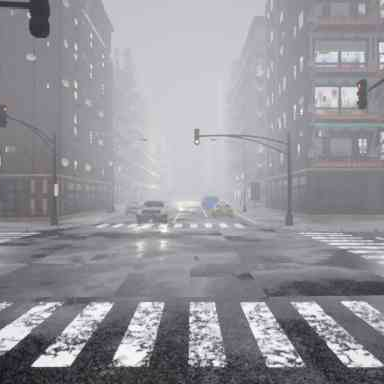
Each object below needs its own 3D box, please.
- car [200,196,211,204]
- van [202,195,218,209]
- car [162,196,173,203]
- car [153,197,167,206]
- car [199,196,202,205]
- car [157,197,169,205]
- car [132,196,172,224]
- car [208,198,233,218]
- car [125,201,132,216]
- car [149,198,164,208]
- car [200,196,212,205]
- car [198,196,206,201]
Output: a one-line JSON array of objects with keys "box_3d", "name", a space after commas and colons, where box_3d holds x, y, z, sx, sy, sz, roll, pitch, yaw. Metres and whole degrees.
[{"box_3d": [2.593, 1.604, 66.649, 2.008, 1.369, 4.403, 1, 0, 0], "name": "car"}, {"box_3d": [2.622, 1.366, 44.027, 1.690, 1.788, 3.998, 1, 0, 0], "name": "van"}, {"box_3d": [-5.286, 1.612, 72.256, 2.008, 1.369, 4.403, 1, 0, 0], "name": "car"}, {"box_3d": [-5.290, 1.563, 55.112, 1.752, 1.417, 4.829, 1, 0, 0], "name": "car"}, {"box_3d": [2.591, 1.346, 49.681, 2.192, 1.841, 5.009, 1, 0, 0], "name": "car"}, {"box_3d": [-5.289, 1.627, 60.940, 1.802, 1.307, 4.206, 1, 0, 0], "name": "car"}, {"box_3d": [-2.742, 1.356, 24.379, 2.097, 1.767, 4.553, 0, 0, 0], "name": "car"}, {"box_3d": [2.713, 1.537, 30.194, 1.752, 1.417, 4.829, 1, 0, 0], "name": "car"}, {"box_3d": [-5.426, 1.565, 32.651, 2.008, 1.369, 4.403, 1, 0, 0], "name": "car"}, {"box_3d": [-5.292, 1.613, 49.624, 1.802, 1.307, 4.206, 1, 0, 0], "name": "car"}, {"box_3d": [2.593, 1.485, 60.993, 1.967, 1.590, 4.097, 1, 0, 0], "name": "car"}, {"box_3d": [2.597, 1.626, 83.617, 1.887, 1.381, 4.507, 1, 0, 0], "name": "car"}]
